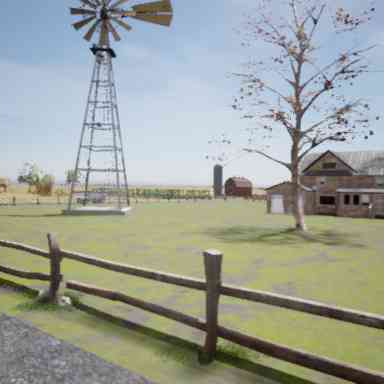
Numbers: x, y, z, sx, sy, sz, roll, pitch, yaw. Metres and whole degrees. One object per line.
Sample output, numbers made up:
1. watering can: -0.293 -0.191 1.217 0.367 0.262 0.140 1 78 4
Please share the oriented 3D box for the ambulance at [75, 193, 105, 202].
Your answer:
1. ambulance: -20.911 1.005 68.325 2.351 2.431 6.366 2 0 35
